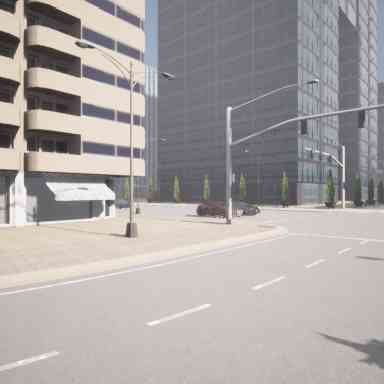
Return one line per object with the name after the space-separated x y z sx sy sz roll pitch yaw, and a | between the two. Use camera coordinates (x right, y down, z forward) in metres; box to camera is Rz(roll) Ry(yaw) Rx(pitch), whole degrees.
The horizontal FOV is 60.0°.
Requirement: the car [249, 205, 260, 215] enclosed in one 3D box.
4.599 1.619 32.877 4.181 1.385 1.994 0 0 38 | car

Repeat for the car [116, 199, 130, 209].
-9.815 1.619 45.114 4.181 1.385 1.994 0 0 41 | car

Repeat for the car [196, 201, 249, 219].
2.402 1.581 29.993 4.674 1.442 1.812 0 0 43 | car
